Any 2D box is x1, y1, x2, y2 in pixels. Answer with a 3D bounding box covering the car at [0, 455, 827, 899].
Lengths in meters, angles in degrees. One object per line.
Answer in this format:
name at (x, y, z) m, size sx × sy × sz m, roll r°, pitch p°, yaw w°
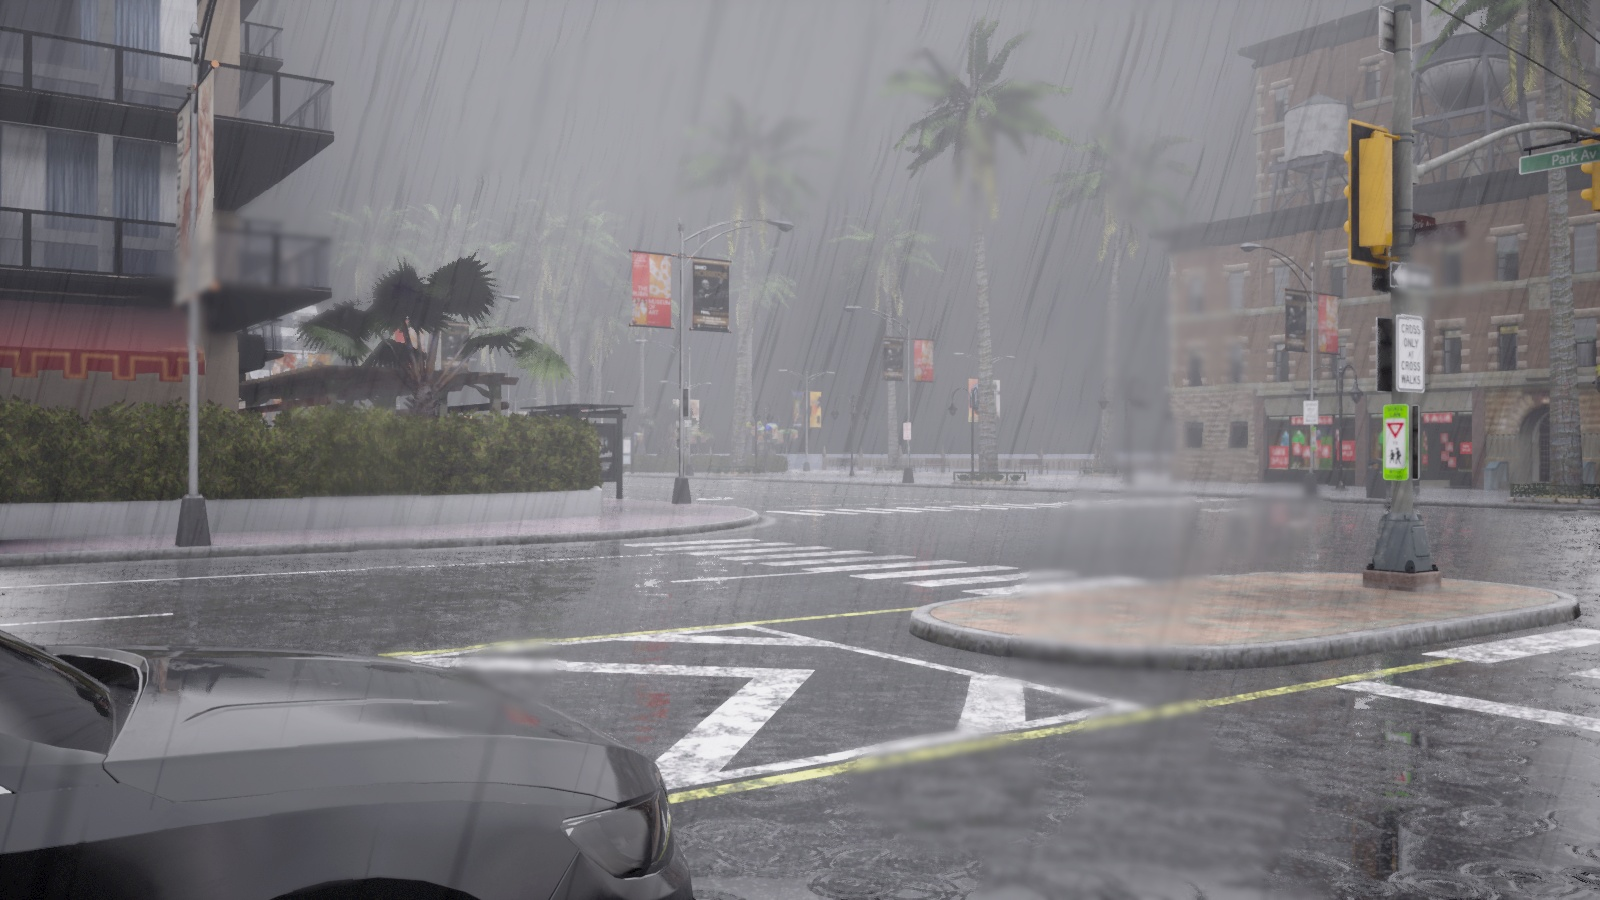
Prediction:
car at (-2.478, 0.760, 1.933) m, size 4.892 × 1.490 × 1.837 m, roll 0°, pitch 0°, yaw -35°
